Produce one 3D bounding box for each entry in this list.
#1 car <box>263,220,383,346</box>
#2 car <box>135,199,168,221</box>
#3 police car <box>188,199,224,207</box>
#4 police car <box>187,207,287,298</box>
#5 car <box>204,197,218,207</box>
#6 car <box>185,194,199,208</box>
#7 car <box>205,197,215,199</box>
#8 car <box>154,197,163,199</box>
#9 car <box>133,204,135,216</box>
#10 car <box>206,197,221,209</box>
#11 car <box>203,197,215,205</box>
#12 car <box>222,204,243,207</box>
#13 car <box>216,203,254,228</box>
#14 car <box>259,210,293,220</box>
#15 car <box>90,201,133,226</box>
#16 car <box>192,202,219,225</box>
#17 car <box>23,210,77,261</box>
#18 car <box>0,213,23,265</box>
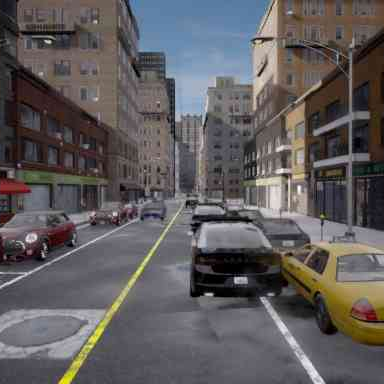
[{"bbox_3d":[2.856,1.523,6.530,1.752,1.417,4.829,-1,0,0],"label":"car"},{"bbox_3d":[-3.002,1.536,27.091,2.033,1.411,5.357,0,0,0],"label":"car"},{"bbox_3d":[0.898,1.418,18.698,1.930,1.638,5.238,0,0,0],"label":"police car"},{"bbox_3d":[0.899,1.422,8.697,1.930,1.638,5.238,0,0,0],"label":"police car"},{"bbox_3d":[2.865,1.534,51.047,1.947,1.339,4.313,-1,0,0],"label":"car"},{"bbox_3d":[0.033,1.449,48.424,1.882,1.535,5.008,0,0,0],"label":"car"},{"bbox_3d":[2.863,1.530,39.875,2.008,1.369,4.403,-1,0,0],"label":"car"},{"bbox_3d":[-5.679,1.507,56.631,1.887,1.381,4.507,-1,0,0],"label":"car"},{"bbox_3d":[-5.678,1.570,28.703,1.802,1.307,4.206,-1,0,0],"label":"car"},{"bbox_3d":[2.864,1.499,45.631,1.752,1.417,4.829,-1,0,0],"label":"car"},{"bbox_3d":[2.866,1.544,56.633,1.802,1.307,4.206,-1,0,0],"label":"car"},{"bbox_3d":[2.858,1.559,17.532,1.947,1.339,4.313,-1,0,0],"label":"car"},{"bbox_3d":[2.860,1.542,23.118,2.008,1.369,4.403,-1,0,0],"label":"car"},{"bbox_3d":[2.857,1.562,11.946,1.947,1.339,4.313,-1,0,0],"label":"car"},{"bbox_3d":[-5.679,1.431,23.117,1.967,1.590,4.097,-1,0,0],"label":"car"},{"bbox_3d":[0.898,1.516,24.588,1.812,1.442,4.674,0,0,0],"label":"car"},{"bbox_3d":[-5.679,1.436,11.946,1.967,1.590,4.097,-1,0,0],"label":"car"},{"bbox_3d":[-5.680,1.313,6.360,2.192,1.841,5.009,-1,0,0],"label":"car"}]
